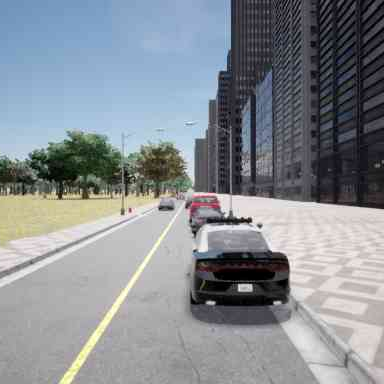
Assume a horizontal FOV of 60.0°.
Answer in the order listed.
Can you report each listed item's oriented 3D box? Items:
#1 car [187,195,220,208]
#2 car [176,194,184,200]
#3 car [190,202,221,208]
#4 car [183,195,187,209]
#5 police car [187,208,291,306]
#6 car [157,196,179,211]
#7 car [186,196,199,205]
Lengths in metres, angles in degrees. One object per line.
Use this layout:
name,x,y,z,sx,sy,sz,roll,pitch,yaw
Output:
car,0.913,1.213,24.157,2.150,2.045,5.566,0,0,0
car,-2.952,1.198,85.409,2.097,1.767,4.553,0,0,0
car,0.912,1.521,18.127,1.812,1.442,4.674,0,0,0
car,0.050,1.461,44.995,1.837,1.490,4.892,0,0,1
police car,0.906,1.425,8.236,1.930,1.638,5.238,0,0,0
car,-3.076,1.512,40.526,2.033,1.411,5.357,0,0,0
car,0.033,1.422,58.034,2.128,1.511,4.902,0,0,0
